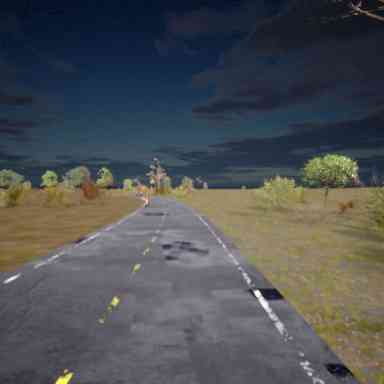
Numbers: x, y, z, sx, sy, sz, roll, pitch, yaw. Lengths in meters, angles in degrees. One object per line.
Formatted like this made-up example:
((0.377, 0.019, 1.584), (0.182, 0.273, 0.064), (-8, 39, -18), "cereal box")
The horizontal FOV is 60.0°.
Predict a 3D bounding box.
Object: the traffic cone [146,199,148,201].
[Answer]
((-7.309, 1.724, 53.906), (0.340, 0.580, 0.340), (0, 0, -6), "traffic cone")
